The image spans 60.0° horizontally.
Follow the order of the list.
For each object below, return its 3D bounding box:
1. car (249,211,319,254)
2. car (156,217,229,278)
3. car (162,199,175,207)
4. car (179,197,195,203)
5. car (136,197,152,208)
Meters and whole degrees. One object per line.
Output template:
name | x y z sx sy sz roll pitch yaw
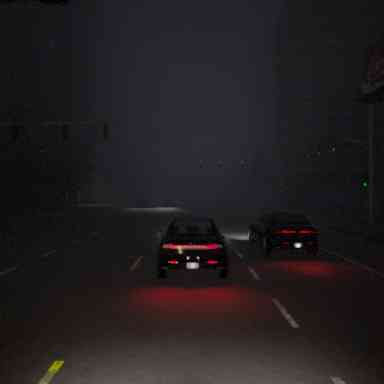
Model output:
car | 3.540 1.530 13.510 1.837 1.490 4.892 0 0 0
car | 0.030 1.511 10.186 2.128 1.511 4.902 0 0 0
car | -3.693 1.700 53.122 1.895 1.301 4.718 0 0 0
car | -1.300 1.706 75.080 1.895 1.301 4.718 0 0 -28
car | -7.199 1.596 50.469 1.837 1.490 4.892 0 1 0
